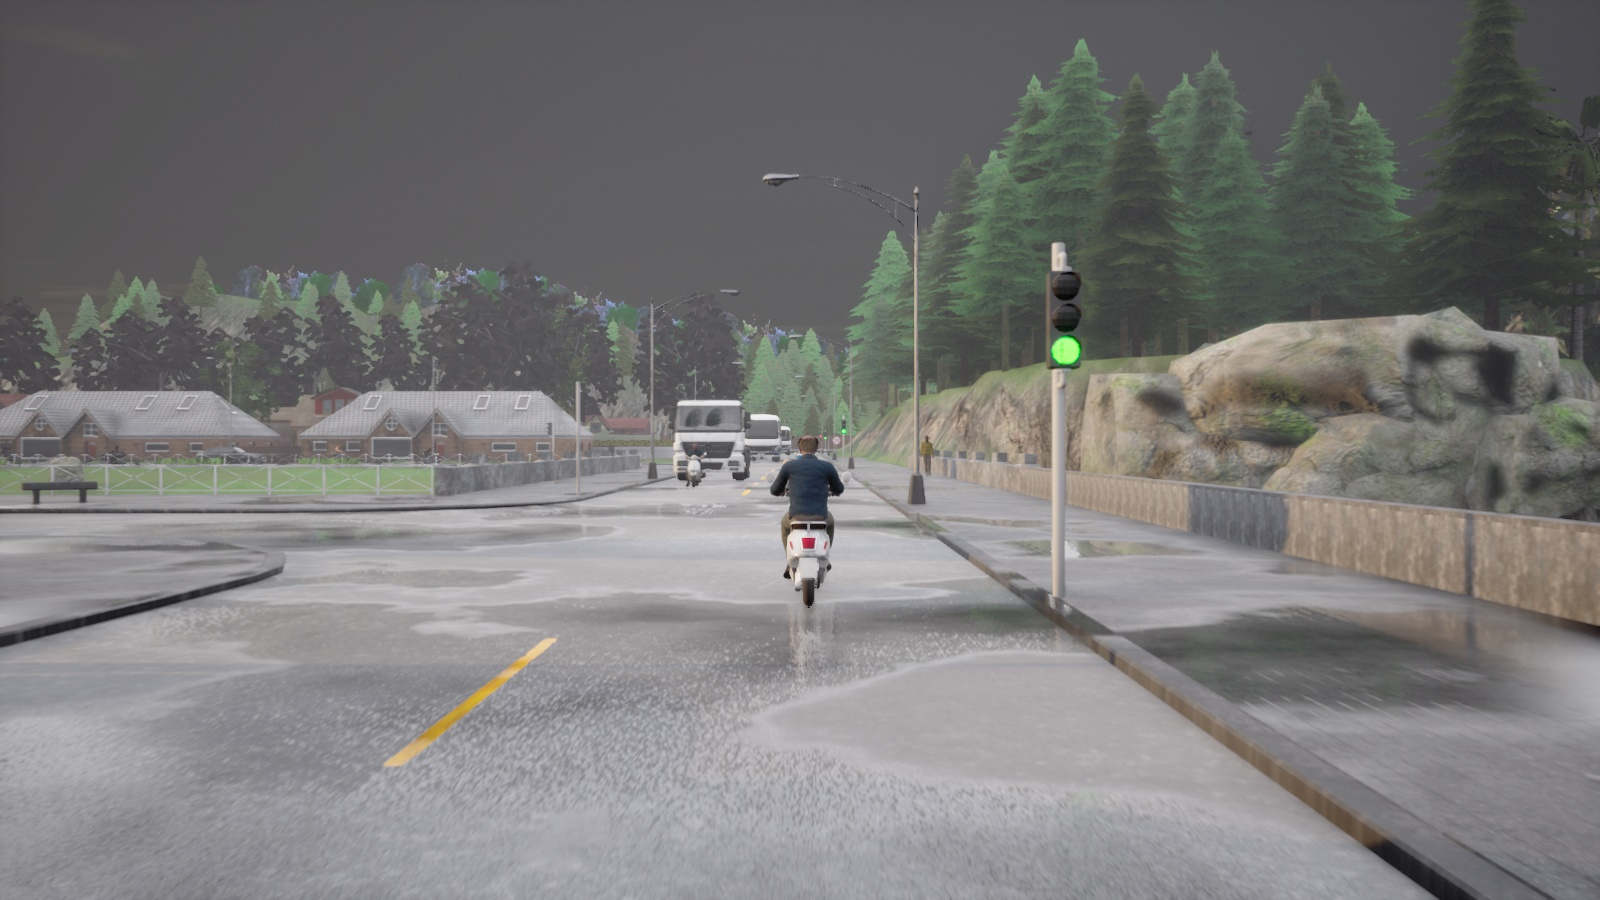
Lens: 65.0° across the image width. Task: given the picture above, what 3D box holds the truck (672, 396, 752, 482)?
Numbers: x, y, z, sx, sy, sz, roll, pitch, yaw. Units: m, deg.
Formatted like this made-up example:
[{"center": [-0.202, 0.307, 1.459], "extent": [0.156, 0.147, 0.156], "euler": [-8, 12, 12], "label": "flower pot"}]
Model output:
[{"center": [-3.680, -0.453, 54.417], "extent": [2.891, 3.462, 7.936], "euler": [0, 0, 0], "label": "truck"}]

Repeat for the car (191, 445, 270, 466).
[{"center": [-39.484, 0.397, 87.187], "extent": [4.674, 1.442, 1.812], "euler": [0, 0, 0], "label": "car"}]

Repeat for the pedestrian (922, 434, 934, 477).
[{"center": [5.561, 0.247, 54.459], "extent": [0.370, 1.835, 0.726], "euler": [0, 0, -5], "label": "pedestrian"}]

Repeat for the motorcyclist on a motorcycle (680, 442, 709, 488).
[{"center": [-3.735, 0.521, 44.706], "extent": [0.866, 1.590, 1.817], "euler": [0, 0, 0], "label": "motorcyclist on a motorcycle"}]

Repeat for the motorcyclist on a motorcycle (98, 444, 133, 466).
[{"center": [-47.547, 0.346, 87.231], "extent": [2.044, 1.523, 0.797], "euler": [0, 0, 0], "label": "motorcyclist on a motorcycle"}]

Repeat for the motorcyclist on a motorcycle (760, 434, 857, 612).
[{"center": [0.079, 0.652, 12.153], "extent": [0.866, 1.590, 1.817], "euler": [0, 0, 0], "label": "motorcyclist on a motorcycle"}]
